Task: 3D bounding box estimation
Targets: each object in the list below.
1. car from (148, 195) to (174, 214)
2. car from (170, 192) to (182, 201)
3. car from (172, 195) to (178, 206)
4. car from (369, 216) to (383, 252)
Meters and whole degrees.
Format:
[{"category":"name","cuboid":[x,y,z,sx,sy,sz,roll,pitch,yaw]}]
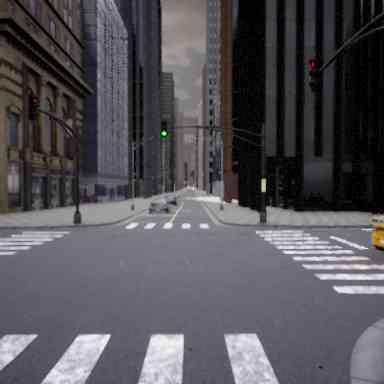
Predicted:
[{"category":"car","cuboid":[-3.101,1.342,32.786,1.812,1.442,4.674,0,0,0]},{"category":"car","cuboid":[-3.010,0.787,63.228,2.128,1.511,4.902,0,0,0]},{"category":"car","cuboid":[-3.090,1.210,47.755,1.882,1.535,5.008,0,0,0]},{"category":"car","cuboid":[8.550,1.419,10.871,5.008,1.535,1.882,0,0,-6]}]
